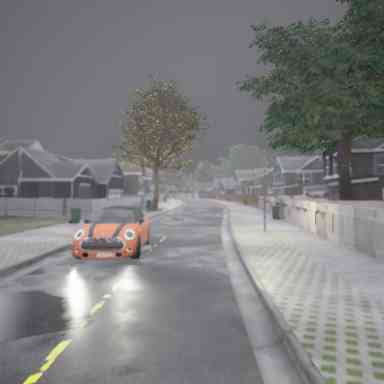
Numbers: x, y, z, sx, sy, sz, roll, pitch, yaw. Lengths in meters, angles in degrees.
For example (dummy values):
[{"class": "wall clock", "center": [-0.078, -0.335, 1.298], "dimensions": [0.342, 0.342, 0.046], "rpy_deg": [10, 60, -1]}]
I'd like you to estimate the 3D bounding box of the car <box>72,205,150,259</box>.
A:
[{"class": "car", "center": [-2.788, 1.320, 12.335], "dimensions": [2.097, 1.767, 4.553], "rpy_deg": [0, 0, -1]}]
